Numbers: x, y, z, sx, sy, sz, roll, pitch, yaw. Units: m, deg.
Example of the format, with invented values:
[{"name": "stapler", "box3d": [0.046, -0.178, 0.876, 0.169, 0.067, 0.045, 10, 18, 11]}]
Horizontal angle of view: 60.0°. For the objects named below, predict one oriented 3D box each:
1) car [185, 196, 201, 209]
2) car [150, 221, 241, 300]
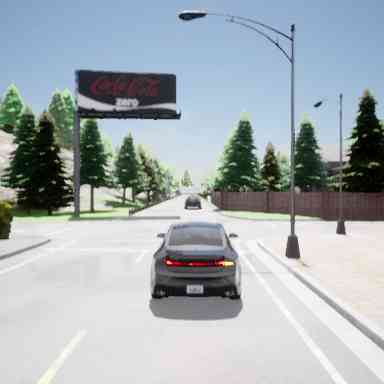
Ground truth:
[{"name": "car", "box3d": [0.116, 1.264, 44.286, 2.097, 1.767, 4.553, 0, 0, 0]}, {"name": "car", "box3d": [0.125, 1.488, 8.361, 1.837, 1.490, 4.892, 0, 0, 2]}]
